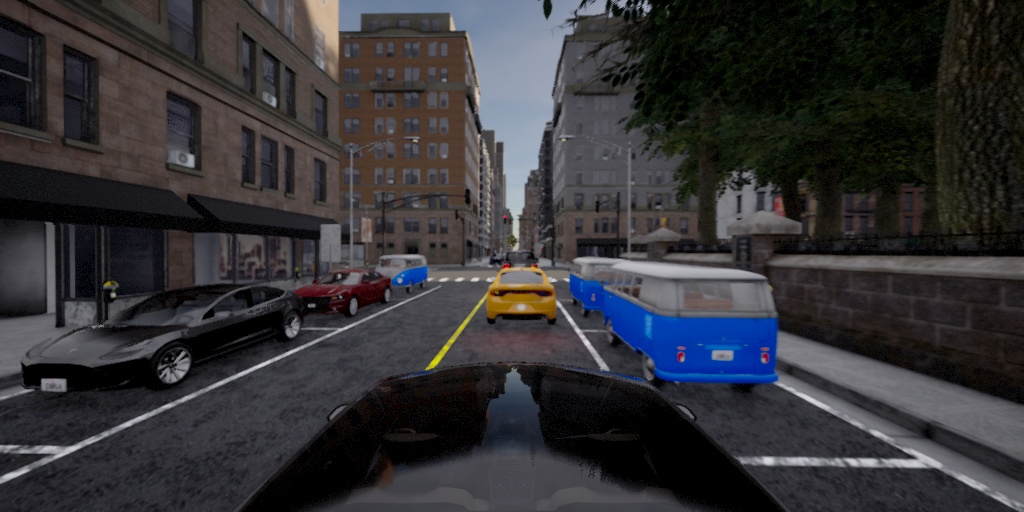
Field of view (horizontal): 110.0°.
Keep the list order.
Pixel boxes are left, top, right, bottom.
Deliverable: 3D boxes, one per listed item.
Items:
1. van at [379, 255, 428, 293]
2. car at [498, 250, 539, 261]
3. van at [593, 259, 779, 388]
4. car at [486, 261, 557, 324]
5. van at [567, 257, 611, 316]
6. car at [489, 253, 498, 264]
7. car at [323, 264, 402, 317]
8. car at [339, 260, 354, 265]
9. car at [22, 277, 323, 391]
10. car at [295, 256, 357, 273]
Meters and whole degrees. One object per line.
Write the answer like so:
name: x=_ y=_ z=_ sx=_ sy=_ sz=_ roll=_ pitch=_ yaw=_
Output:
van: x=-5.461 y=0.835 z=18.034 sx=1.690 sy=1.789 sz=3.998 roll=0 pitch=0 yaw=1
car: x=0.473 y=0.670 z=21.872 sx=2.150 sy=2.045 sz=5.566 roll=0 pitch=1 yaw=1
van: x=2.778 y=1.026 z=6.517 sx=1.690 sy=1.789 sz=3.998 roll=0 pitch=0 yaw=1
car: x=0.301 y=1.085 z=11.403 sx=1.882 sy=1.535 sz=5.008 roll=0 pitch=1 yaw=1
van: x=2.920 y=0.942 z=12.173 sx=1.690 sy=1.789 sz=3.998 roll=0 pitch=0 yaw=1
car: x=-2.016 y=0.354 z=51.133 sx=2.097 sy=1.767 sz=4.553 roll=0 pitch=1 yaw=2
car: x=-5.603 y=1.124 z=12.376 sx=1.888 sy=1.381 sz=4.507 roll=0 pitch=0 yaw=1
car: x=-16.020 y=0.823 z=30.203 sx=5.357 sy=1.411 sz=2.033 roll=0 pitch=1 yaw=1
car: x=-5.745 y=1.229 z=6.719 sx=1.948 sy=1.339 sz=4.313 roll=0 pitch=0 yaw=1
car: x=-17.275 y=0.742 z=33.472 sx=4.892 sy=1.490 sz=1.837 roll=0 pitch=1 yaw=1
